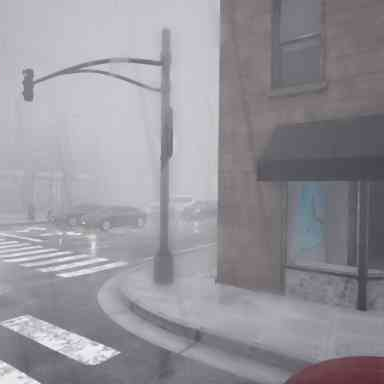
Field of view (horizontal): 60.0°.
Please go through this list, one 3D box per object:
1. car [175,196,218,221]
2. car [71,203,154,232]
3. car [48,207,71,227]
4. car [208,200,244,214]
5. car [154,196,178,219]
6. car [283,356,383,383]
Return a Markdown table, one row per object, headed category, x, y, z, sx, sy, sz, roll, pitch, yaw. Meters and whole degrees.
| category | x | y | z | sx | sy | sz | roll | pitch | yaw |
| --- | --- | --- | --- | --- | --- | --- | --- | --- | --- |
| car | 0.943 | 1.550 | 29.810 | 2.097 | 1.767 | 4.553 | 1 | 0 | 36 |
| car | -4.961 | 1.615 | 21.529 | 1.837 | 1.490 | 4.892 | 1 | 0 | 35 |
| car | -7.612 | 1.568 | 23.409 | 1.837 | 1.490 | 4.892 | 1 | 0 | 35 |
| car | 4.221 | 1.731 | 39.995 | 2.128 | 1.511 | 4.902 | 1 | 0 | 36 |
| car | -1.751 | 1.372 | 31.636 | 2.150 | 2.045 | 5.566 | 1 | 0 | 35 |
| car | 2.434 | 1.545 | 1.217 | 4.507 | 1.381 | 1.887 | 0 | 1 | 35 |
